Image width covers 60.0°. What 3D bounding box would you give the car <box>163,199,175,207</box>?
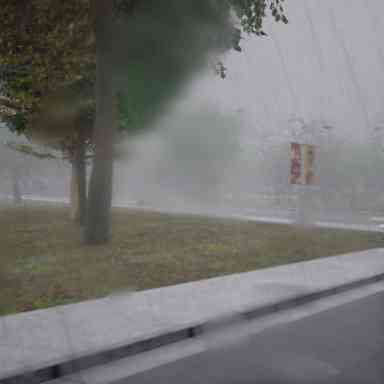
[{"bbox_3d":[-4.706,1.847,56.548,1.895,1.301,4.718,1,0,-36],"label":"car"}]

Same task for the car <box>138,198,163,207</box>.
[{"bbox_3d":[-7.241,1.732,54.503,1.837,1.490,4.892,1,-1,-35],"label":"car"}]
